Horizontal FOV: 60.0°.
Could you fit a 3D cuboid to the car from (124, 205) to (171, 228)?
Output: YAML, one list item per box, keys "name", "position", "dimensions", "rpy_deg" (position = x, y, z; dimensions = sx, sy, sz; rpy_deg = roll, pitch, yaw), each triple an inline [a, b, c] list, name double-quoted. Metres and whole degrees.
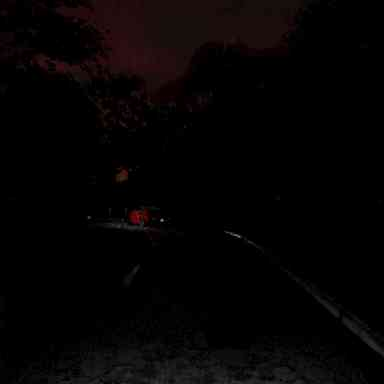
- name: "car"
  position: [-3.013, 1.570, 22.383]
  dimensions: [1.812, 1.442, 4.674]
  rpy_deg: [3, -2, -31]

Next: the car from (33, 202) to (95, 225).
- name: "car"
  position: [-9.032, 1.449, 23.486]
  dimensions: [4.902, 1.511, 2.128]
  rpy_deg: [0, -3, 28]
